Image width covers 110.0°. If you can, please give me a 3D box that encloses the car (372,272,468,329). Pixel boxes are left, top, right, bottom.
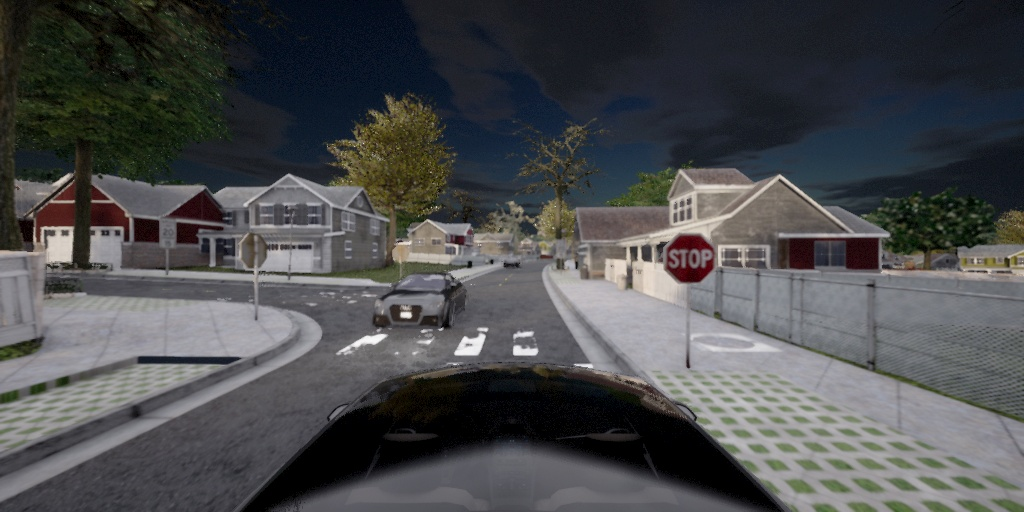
[{"bbox_3d":[-2.545,1.192,10.789,1.994,1.385,4.181,1,2,2],"label":"car"}]

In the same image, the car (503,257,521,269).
[{"bbox_3d":[0.019,0.824,46.973,1.882,1.535,5.008,0,1,6],"label":"car"}]
